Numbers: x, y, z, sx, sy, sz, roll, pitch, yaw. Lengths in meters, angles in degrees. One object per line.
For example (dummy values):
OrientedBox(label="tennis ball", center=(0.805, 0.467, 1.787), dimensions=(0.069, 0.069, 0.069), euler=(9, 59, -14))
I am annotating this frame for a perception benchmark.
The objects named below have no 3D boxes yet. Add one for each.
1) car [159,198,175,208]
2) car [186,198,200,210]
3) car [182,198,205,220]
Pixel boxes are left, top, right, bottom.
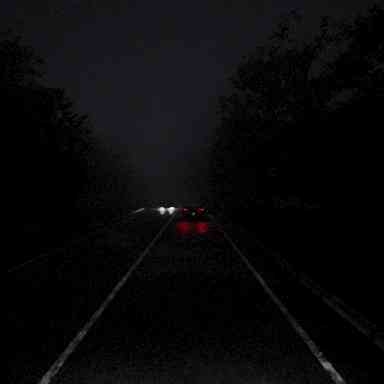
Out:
OrientedBox(label="car", center=(-3.521, 1.558, 47.724), dimensions=(1.994, 1.385, 4.181), euler=(0, 0, 0))
OrientedBox(label="car", center=(0.128, 1.526, 44.973), dimensions=(1.812, 1.442, 4.674), euler=(0, 0, 0))
OrientedBox(label="car", center=(0.119, 1.536, 28.310), dimensions=(1.812, 1.442, 4.674), euler=(0, 0, 0))
